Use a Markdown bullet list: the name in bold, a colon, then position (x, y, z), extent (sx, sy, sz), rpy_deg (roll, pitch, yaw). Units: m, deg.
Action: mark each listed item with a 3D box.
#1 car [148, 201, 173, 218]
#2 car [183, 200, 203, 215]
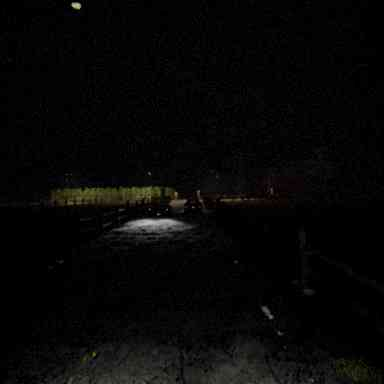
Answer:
- **car**: position (-2.743, 1.504, 29.429), extent (1.895, 1.301, 4.718), rpy_deg (0, 0, 0)
- **car**: position (0.111, 1.443, 32.778), extent (2.033, 1.411, 5.357), rpy_deg (0, 0, 0)
